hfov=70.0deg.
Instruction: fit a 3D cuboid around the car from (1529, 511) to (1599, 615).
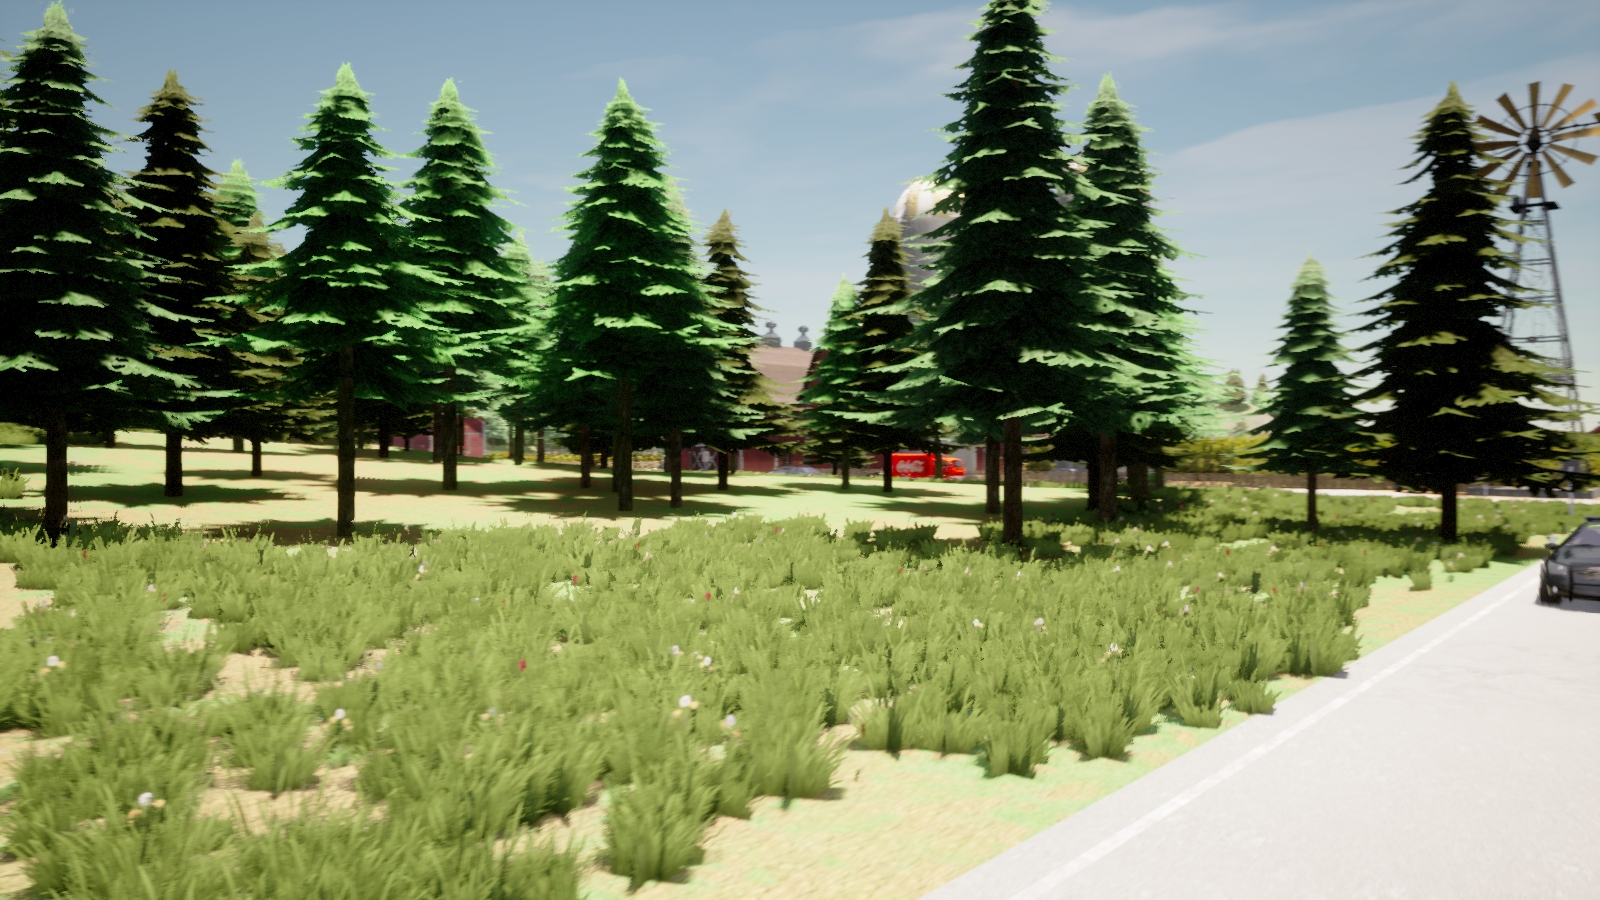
[{"bbox_3d":[15.240,2.047,21.422,2.038,1.542,4.974,0,0,40],"label":"car"}]
